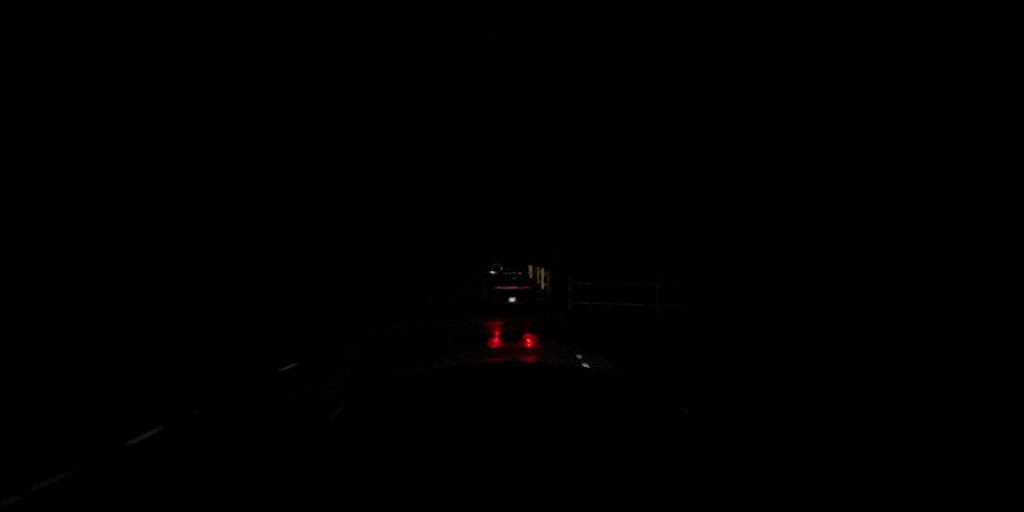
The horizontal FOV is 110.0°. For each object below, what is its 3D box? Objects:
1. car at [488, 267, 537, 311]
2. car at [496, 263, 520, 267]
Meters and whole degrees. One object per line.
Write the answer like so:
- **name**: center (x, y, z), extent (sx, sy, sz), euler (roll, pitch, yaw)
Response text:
- **car**: center (0.028, 1.392, 15.356), extent (2.128, 1.511, 4.902), euler (0, 0, 1)
- **car**: center (0.033, 1.566, 30.361), extent (2.128, 1.511, 4.902), euler (0, -1, 1)
